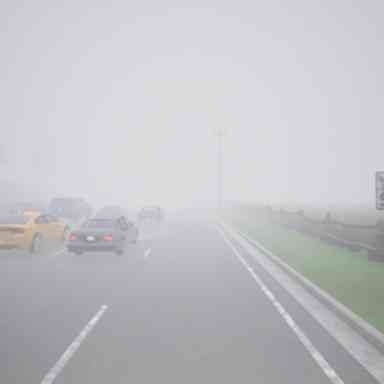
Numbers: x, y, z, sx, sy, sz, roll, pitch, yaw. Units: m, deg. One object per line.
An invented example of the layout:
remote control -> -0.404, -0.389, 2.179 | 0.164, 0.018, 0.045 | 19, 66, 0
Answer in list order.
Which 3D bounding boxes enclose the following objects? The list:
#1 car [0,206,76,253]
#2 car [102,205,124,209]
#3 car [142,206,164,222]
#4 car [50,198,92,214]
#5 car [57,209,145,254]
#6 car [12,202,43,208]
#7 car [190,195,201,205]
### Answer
car -> -6.995, 1.615, 14.480 | 1.882, 1.535, 5.008 | 0, 0, 0
car -> -7.000, 1.841, 29.314 | 1.994, 1.385, 4.181 | 0, 0, 0
car -> -3.503, 1.875, 29.108 | 1.895, 1.301, 4.718 | 0, 0, 0
car -> -10.504, 1.490, 29.017 | 2.150, 2.045, 5.566 | 0, 0, 0
car -> -3.501, 1.680, 13.992 | 2.033, 1.411, 5.357 | 0, -1, 0
car -> -14.002, 1.624, 29.085 | 2.097, 1.767, 4.553 | 0, -1, 0
car -> 1.102, 2.083, 77.731 | 2.097, 1.767, 4.553 | 0, -1, 0
